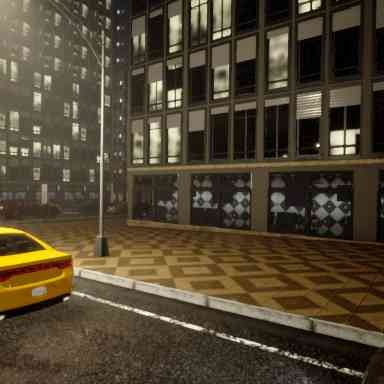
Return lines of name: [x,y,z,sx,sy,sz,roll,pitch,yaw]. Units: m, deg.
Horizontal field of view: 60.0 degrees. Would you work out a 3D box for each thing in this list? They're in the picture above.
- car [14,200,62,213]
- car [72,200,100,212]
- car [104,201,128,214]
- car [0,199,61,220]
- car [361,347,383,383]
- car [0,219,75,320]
car: [-17.899,1.642,38.956,1.752,1.417,4.829,1,0,36]
car: [-12.344,1.756,42.134,2.033,1.411,5.357,1,0,37]
car: [-7.603,1.829,38.823,1.752,1.417,4.829,1,0,36]
car: [-14.374,1.518,29.591,2.192,1.841,5.009,1,0,36]
car: [3.491,1.548,1.208,5.357,1.411,2.033,0,0,35]
car: [-4.528,1.474,6.881,5.008,1.535,1.882,0,0,35]
